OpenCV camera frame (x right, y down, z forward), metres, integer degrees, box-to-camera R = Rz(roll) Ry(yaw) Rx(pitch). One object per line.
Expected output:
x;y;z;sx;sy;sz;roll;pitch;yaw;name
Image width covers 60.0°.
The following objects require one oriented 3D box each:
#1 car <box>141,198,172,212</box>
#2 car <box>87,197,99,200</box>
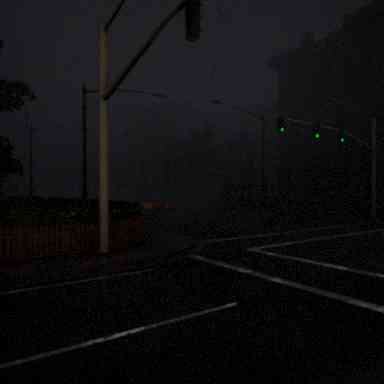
-4.202;1.399;38.735;1.882;1.535;5.008;0;0;-35;car
-13.318;1.430;45.720;2.128;1.511;4.902;0;0;-34;car
